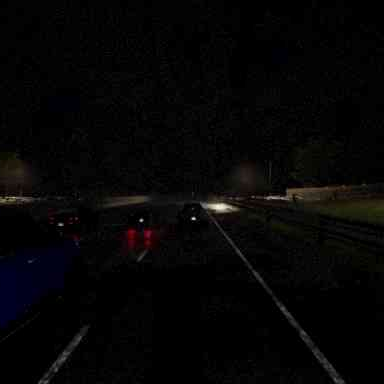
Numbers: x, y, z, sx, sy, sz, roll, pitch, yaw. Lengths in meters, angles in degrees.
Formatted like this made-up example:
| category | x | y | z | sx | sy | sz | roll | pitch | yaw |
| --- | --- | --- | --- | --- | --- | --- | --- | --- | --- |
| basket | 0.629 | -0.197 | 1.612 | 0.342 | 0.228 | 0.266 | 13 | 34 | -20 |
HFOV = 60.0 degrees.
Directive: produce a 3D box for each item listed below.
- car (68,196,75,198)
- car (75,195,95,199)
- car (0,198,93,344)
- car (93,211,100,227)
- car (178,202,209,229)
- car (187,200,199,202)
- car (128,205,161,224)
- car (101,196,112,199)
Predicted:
| category | x | y | z | sx | sy | sz | roll | pitch | yaw |
| --- | --- | --- | --- | --- | --- | --- | --- | --- | --- |
| car | -24.504 | 1.601 | 67.950 | 1.837 | 1.490 | 4.892 | 0 | 0 | 0 |
| car | -21.004 | 1.457 | 66.592 | 2.097 | 1.767 | 4.553 | 0 | 0 | 0 |
| car | -3.401 | 1.221 | 4.816 | 2.150 | 2.045 | 5.566 | 0 | 0 | 0 |
| car | -6.901 | 1.531 | 19.787 | 1.812 | 1.442 | 4.674 | 0 | 0 | 0 |
| car | 0.099 | 1.570 | 21.897 | 1.994 | 1.385 | 4.181 | 0 | 0 | 0 |
| car | 0.098 | 1.634 | 40.744 | 1.895 | 1.301 | 4.718 | 0 | 0 | 0 |
| car | -3.401 | 1.610 | 24.664 | 1.895 | 1.301 | 4.718 | 0 | 0 | 0 |
| car | -17.504 | 1.578 | 67.950 | 1.882 | 1.535 | 5.008 | 0 | 0 | 0 |
